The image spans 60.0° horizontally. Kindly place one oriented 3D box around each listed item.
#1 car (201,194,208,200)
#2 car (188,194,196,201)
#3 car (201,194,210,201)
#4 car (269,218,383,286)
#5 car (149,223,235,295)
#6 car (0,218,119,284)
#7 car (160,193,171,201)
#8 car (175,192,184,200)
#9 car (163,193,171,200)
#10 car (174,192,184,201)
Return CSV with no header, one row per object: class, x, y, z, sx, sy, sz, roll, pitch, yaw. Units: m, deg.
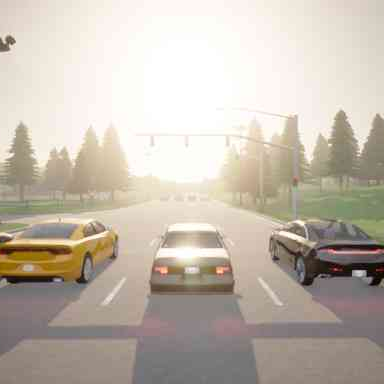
car,3.504,1.356,93.978,1.812,1.442,4.674,0,0,0
car,0.003,1.346,83.912,2.097,1.767,4.553,0,0,0
car,3.503,1.516,83.975,1.812,1.442,4.674,0,0,0
car,3.512,1.492,9.393,2.128,1.511,4.902,0,0,0
car,0.005,1.547,8.873,2.033,1.411,5.357,0,0,0
car,-3.487,1.478,9.627,1.882,1.535,5.008,0,0,1
car,-6.997,1.492,83.559,1.837,1.490,4.892,0,0,0
car,-3.496,1.057,94.009,2.150,2.045,5.566,0,0,0
car,-6.996,1.187,93.949,2.097,1.767,4.553,0,0,0
car,-3.497,1.469,83.559,1.882,1.535,5.008,0,0,0
